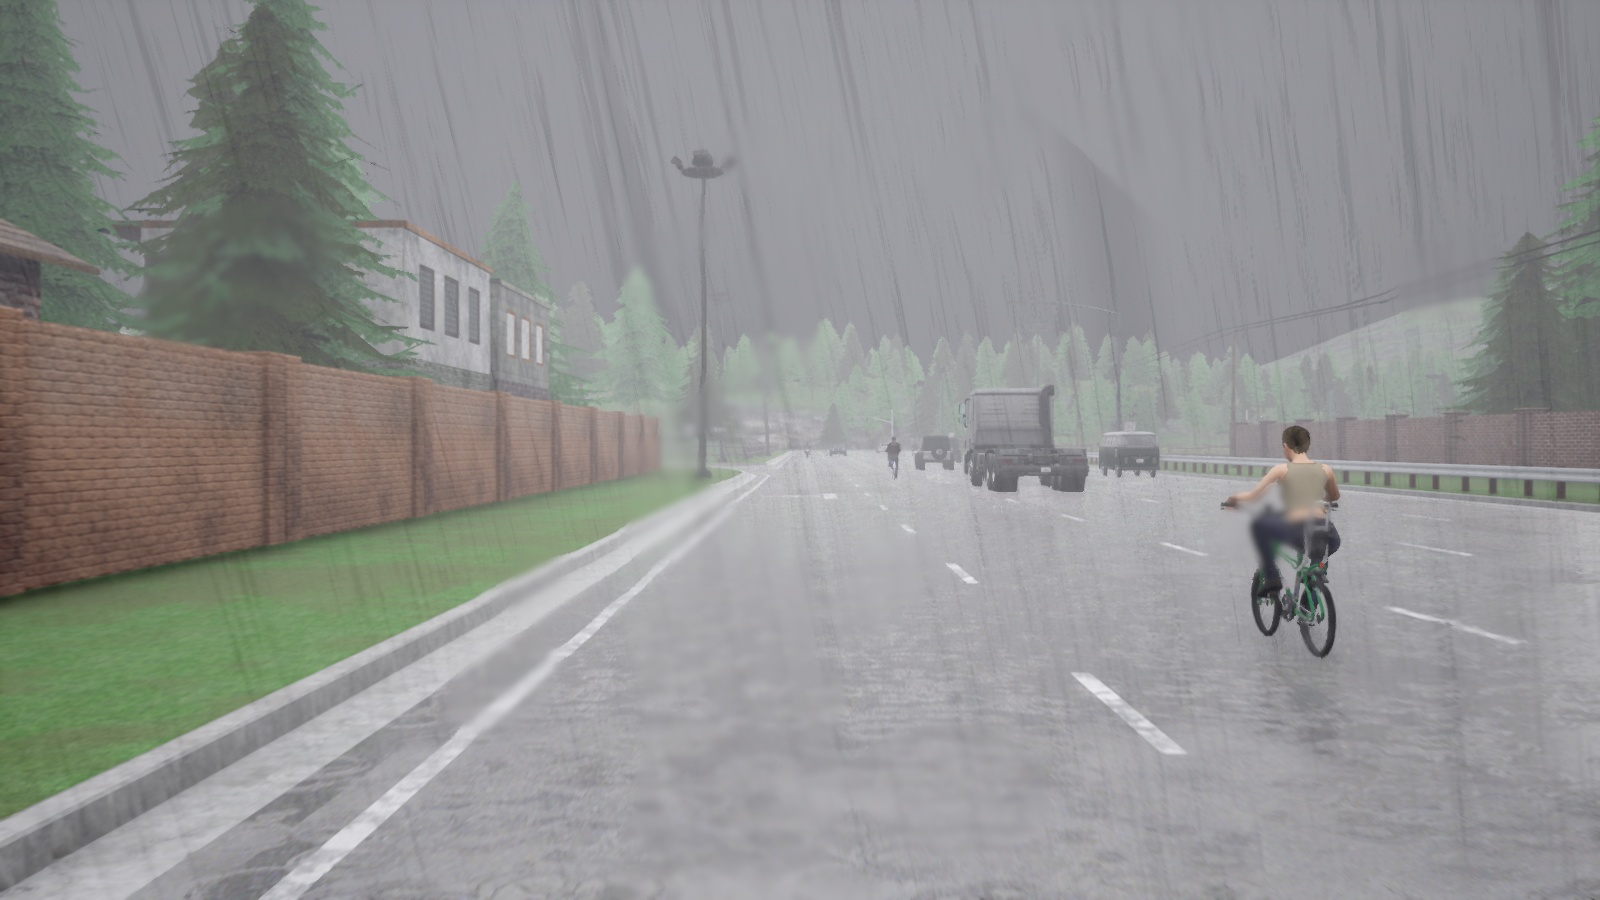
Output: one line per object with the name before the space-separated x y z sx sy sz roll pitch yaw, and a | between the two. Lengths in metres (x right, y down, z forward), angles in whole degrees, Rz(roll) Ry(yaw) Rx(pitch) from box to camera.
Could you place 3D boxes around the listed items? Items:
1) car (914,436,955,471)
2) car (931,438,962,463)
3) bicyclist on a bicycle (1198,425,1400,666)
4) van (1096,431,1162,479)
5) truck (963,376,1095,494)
car | 7.409 0.157 69.392 1.905 1.878 3.866 0 0 0
car | 11.053 0.016 94.896 1.905 1.878 3.866 0 0 0
bicyclist on a bicycle | 3.572 0.634 9.138 0.866 1.612 1.509 0 0 0
van | 14.327 0.201 54.919 1.775 1.987 4.442 0 0 0
truck | 7.248 -0.460 40.911 2.891 3.462 7.936 0 0 0
